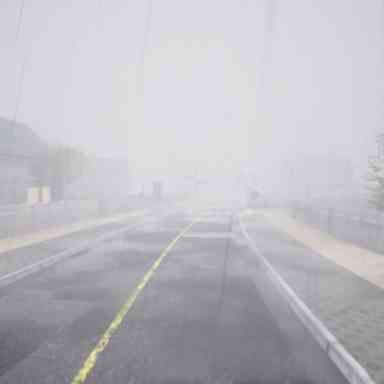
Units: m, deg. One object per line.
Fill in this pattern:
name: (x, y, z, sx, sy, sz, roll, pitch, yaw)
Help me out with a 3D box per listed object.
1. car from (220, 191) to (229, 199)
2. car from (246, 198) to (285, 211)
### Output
car: (8.665, 0.673, 88.228, 2.150, 2.045, 5.566, 0, 0, 9)
car: (8.655, 1.410, 38.267, 4.902, 1.511, 2.128, -1, 1, 9)
